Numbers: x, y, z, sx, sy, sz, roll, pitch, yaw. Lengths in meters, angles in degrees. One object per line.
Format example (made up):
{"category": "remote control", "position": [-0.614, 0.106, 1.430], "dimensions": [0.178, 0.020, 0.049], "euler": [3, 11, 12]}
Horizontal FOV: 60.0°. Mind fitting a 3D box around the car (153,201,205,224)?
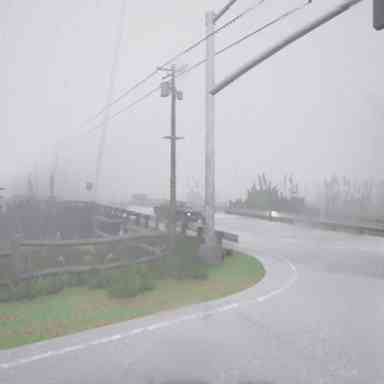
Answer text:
{"category": "car", "position": [-0.692, 1.286, 21.512], "dimensions": [1.895, 1.301, 4.718], "euler": [0, 3, -32]}
